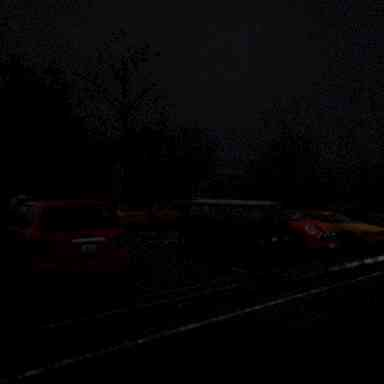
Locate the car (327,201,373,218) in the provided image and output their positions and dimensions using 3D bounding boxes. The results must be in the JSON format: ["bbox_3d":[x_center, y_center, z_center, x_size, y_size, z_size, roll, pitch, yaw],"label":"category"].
[{"bbox_3d":[18.997,2.083,40.166,2.185,1.767,4.553,2,-1,-36],"label":"car"}]

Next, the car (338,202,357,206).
[{"bbox_3d":[16.451,2.148,38.270,2.002,1.452,4.674,2,-1,-36],"label":"car"}]

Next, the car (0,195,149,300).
[{"bbox_3d":[-3.603,1.197,8.698,2.435,2.045,5.566,0,0,-36],"label":"car"}]

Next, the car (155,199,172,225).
[{"bbox_3d":[-2.784,1.539,24.630,1.946,1.575,5.366,1,-1,-36],"label":"car"}]

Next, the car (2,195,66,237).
[{"bbox_3d":[-9.447,1.206,19.550,2.435,2.045,5.566,0,0,-36],"label":"car"}]

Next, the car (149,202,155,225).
[{"bbox_3d":[-4.941,1.505,23.072,1.946,1.575,5.366,1,0,-36],"label":"car"}]

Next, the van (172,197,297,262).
[{"bbox_3d":[1.359,1.271,12.402,1.878,1.987,4.442,1,0,-36],"label":"van"}]

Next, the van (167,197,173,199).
[{"bbox_3d":[-0.341,1.357,26.024,1.878,1.987,4.442,1,-1,-36],"label":"van"}]

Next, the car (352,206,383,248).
[{"bbox_3d":[6.359,1.570,15.645,1.946,1.575,5.366,1,-1,-36],"label":"car"}]

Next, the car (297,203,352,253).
[{"bbox_3d":[3.869,1.404,14.112,2.185,1.767,4.553,1,-1,-36],"label":"car"}]
